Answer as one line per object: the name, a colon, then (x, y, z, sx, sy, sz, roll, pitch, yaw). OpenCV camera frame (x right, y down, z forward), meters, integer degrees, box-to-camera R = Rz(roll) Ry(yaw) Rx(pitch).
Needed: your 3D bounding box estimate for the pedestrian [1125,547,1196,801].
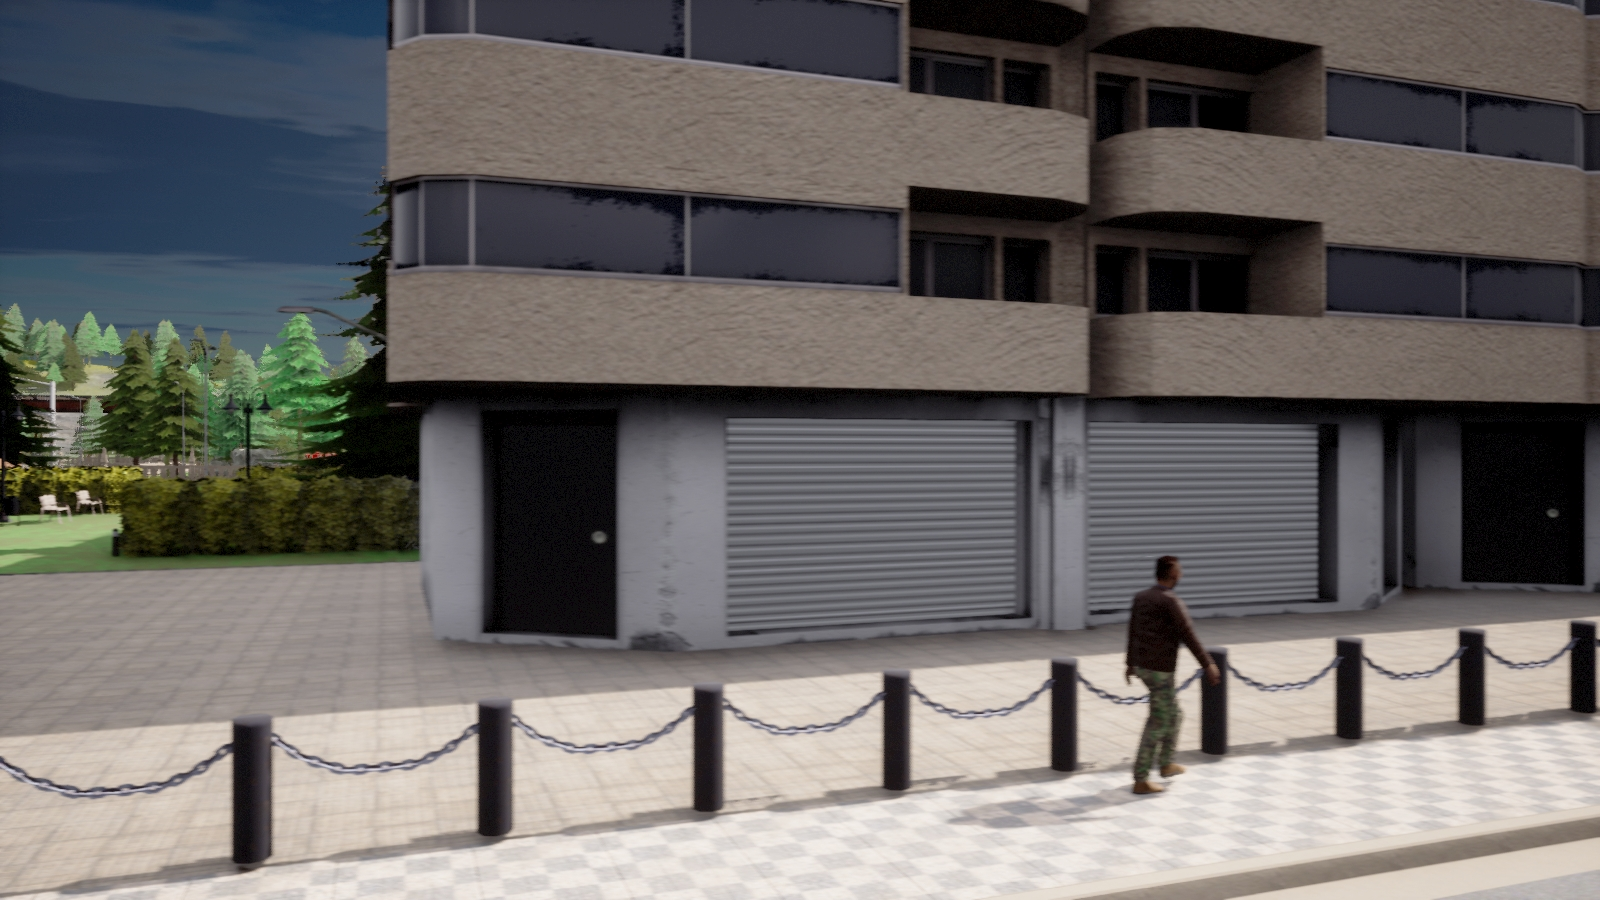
pedestrian: (2.771, 1.697, 8.795, 0.375, 1.860, 0.375, 0, 0, -20)
